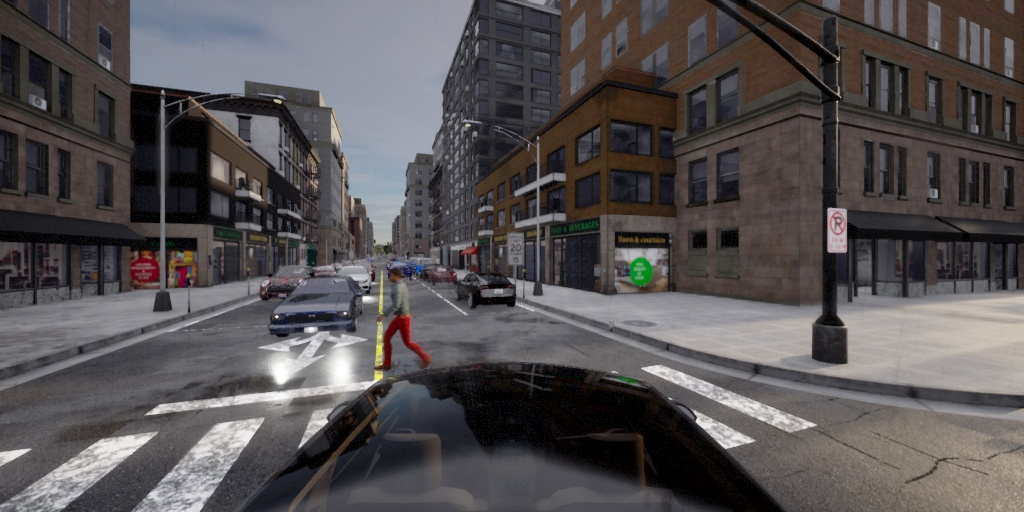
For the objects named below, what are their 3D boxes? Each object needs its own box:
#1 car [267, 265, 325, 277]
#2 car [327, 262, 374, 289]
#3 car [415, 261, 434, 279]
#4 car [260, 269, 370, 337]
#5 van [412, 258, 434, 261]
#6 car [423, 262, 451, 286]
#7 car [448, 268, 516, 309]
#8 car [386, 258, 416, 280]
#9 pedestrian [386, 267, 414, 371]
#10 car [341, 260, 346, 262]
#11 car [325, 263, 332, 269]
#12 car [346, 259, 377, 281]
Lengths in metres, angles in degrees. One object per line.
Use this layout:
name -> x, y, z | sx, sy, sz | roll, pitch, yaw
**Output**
car -> -10.600, 1.189, 17.372 | 1.967, 1.591, 4.097 | 0, 0, -20
car -> -8.903, 1.275, 20.149 | 1.812, 1.442, 4.674 | 0, 0, -20
car -> -6.792, 1.317, 30.463 | 1.948, 1.339, 4.313 | 0, 0, -20
car -> -5.493, 1.297, 10.693 | 2.033, 1.411, 5.357 | 0, 0, -20
van -> -8.662, 1.096, 35.646 | 1.690, 1.789, 3.998 | 0, 0, -20
car -> -4.921, 1.331, 25.280 | 1.802, 1.307, 4.207 | 0, 0, -20
car -> -1.181, 1.315, 14.912 | 1.948, 1.339, 4.313 | 0, 0, -20
car -> -9.868, 1.230, 31.509 | 1.882, 1.535, 5.008 | 0, 0, -20
pedestrian -> -1.932, 1.043, 6.176 | 0.375, 1.860, 0.375 | 0, 0, -20
car -> -16.211, 1.305, 32.923 | 2.007, 1.370, 4.403 | 0, 0, -20
car -> -14.340, 1.334, 27.739 | 1.802, 1.307, 4.207 | 0, 0, -20
car -> -12.306, 1.230, 29.614 | 1.882, 1.535, 5.008 | 0, 0, -20
